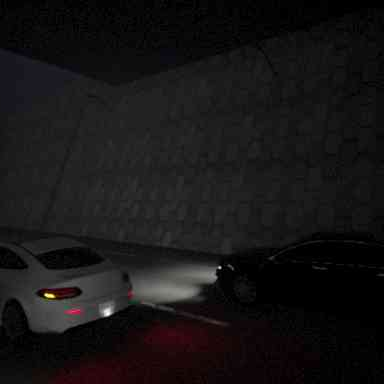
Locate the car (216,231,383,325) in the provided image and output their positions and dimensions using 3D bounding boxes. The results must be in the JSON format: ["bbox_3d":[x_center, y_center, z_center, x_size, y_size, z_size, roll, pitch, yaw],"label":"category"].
[{"bbox_3d":[2.745,1.517,6.350,4.892,1.490,1.837,0,0,37],"label":"car"}]

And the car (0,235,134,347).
[{"bbox_3d":[-3.114,1.569,6.376,4.674,1.442,1.812,0,0,37],"label":"car"}]
